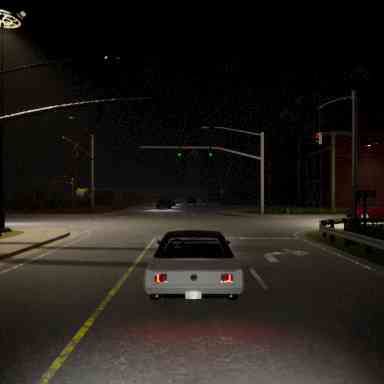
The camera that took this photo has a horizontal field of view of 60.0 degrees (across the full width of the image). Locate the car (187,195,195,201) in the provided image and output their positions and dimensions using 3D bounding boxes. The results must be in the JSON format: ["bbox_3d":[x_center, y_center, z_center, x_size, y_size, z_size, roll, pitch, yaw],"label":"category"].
[{"bbox_3d":[-0.249,1.440,80.332,2.033,1.411,5.357,0,0,0],"label":"car"}]

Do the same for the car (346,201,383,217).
[{"bbox_3d":[15.043,1.504,26.732,5.008,1.535,1.882,0,0,1],"label":"car"}]

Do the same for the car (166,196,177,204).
[{"bbox_3d":[-3.759,1.503,62.550,1.837,1.490,4.892,0,0,0],"label":"car"}]

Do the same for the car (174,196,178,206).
[{"bbox_3d":[-3.753,1.352,53.405,2.097,1.767,4.553,0,0,0],"label":"car"}]

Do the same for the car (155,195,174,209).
[{"bbox_3d":[-3.733,1.522,44.502,1.812,1.442,4.674,0,0,0],"label":"car"}]

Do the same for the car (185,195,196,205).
[{"bbox_3d":[-0.177,1.504,57.105,1.837,1.490,4.892,0,0,0],"label":"car"}]

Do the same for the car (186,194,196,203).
[{"bbox_3d":[-0.220,1.354,71.103,2.097,1.767,4.553,0,0,0],"label":"car"}]

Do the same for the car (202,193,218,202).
[{"bbox_3d":[3.937,1.144,72.888,1.905,1.878,3.866,-8,3,-42],"label":"car"}]

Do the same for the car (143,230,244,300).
[{"bbox_3d":[0.042,1.601,8.317,1.895,1.301,4.718,0,0,0],"label":"car"}]
